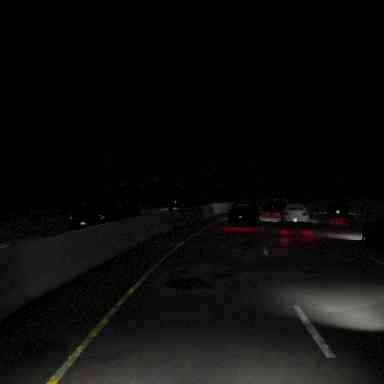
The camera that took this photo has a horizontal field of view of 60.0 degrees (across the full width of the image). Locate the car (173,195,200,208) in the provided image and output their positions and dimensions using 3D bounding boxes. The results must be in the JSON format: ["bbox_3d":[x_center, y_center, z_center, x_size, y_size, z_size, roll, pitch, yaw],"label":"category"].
[{"bbox_3d":[-0.748,1.406,50.017,2.097,1.767,4.553,0,0,30],"label":"car"}]

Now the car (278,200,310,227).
[{"bbox_3d":[7.100,1.530,23.065,1.812,1.442,4.674,0,0,16],"label":"car"}]

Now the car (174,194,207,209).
[{"bbox_3d":[0.126,1.256,44.210,2.150,2.045,5.566,0,0,27],"label":"car"}]

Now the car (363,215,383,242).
[{"bbox_3d":[8.435,1.537,13.270,1.812,1.442,4.674,0,0,10],"label":"car"}]

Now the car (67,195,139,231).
[{"bbox_3d":[-4.872,1.215,19.248,2.150,2.045,5.566,0,0,12],"label":"car"}]

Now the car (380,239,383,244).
[{"bbox_3d":[3.791,1.516,2.668,1.837,1.490,4.892,0,0,2],"label":"car"}]

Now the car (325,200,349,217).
[{"bbox_3d":[13.874,1.507,31.800,1.837,1.490,4.892,0,0,22],"label":"car"}]

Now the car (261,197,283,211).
[{"bbox_3d":[10.534,1.510,41.077,2.128,1.511,4.902,0,0,27],"label":"car"}]

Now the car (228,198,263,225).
[{"bbox_3d":[3.858,1.481,24.381,1.882,1.535,5.008,0,0,16],"label":"car"}]
